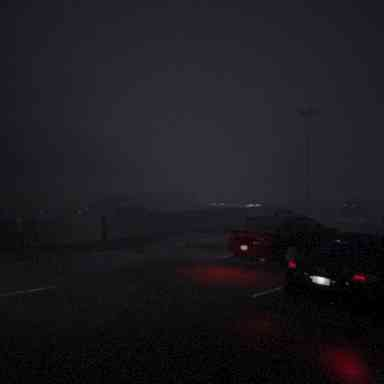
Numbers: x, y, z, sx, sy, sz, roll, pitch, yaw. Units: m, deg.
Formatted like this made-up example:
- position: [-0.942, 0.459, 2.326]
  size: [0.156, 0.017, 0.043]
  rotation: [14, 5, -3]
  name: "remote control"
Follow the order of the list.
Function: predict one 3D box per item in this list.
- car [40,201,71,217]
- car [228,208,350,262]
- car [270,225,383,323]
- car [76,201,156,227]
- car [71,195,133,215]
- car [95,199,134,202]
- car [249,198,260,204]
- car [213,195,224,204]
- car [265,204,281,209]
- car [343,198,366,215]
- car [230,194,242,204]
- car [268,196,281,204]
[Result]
- position: [-11.600, 1.588, 31.249]
  size: [2.128, 1.511, 4.902]
  rotation: [0, 0, 44]
  name: "car"
- position: [3.366, 1.499, 11.538]
  size: [5.008, 1.535, 1.882]
  rotation: [0, 0, -42]
  name: "car"
- position: [3.871, 1.574, 7.316]
  size: [4.181, 1.385, 1.994]
  rotation: [0, 0, -40]
  name: "car"
- position: [-4.874, 1.612, 23.073]
  size: [5.357, 1.411, 2.033]
  rotation: [0, 0, -44]
  name: "car"
- position: [-7.655, 1.308, 30.248]
  size: [2.150, 2.045, 5.566]
  rotation: [0, 0, 43]
  name: "car"
- position: [-5.366, 1.601, 27.654]
  size: [1.812, 1.442, 4.674]
  rotation: [0, 0, 43]
  name: "car"
- position: [12.146, 1.724, 64.717]
  size: [1.895, 1.301, 4.718]
  rotation: [0, 0, 7]
  name: "car"
- position: [5.521, 1.499, 68.761]
  size: [2.097, 1.767, 4.553]
  rotation: [0, 0, 7]
  name: "car"
- position: [4.504, 1.558, 17.519]
  size: [1.812, 1.442, 4.674]
  rotation: [0, 0, 44]
  name: "car"
- position: [17.235, 1.400, 35.218]
  size: [2.097, 1.767, 4.553]
  rotation: [0, 0, 28]
  name: "car"
- position: [8.899, 1.345, 67.357]
  size: [2.150, 2.045, 5.566]
  rotation: [0, 0, 7]
  name: "car"
- position: [14.629, 1.459, 58.741]
  size: [2.097, 1.767, 4.553]
  rotation: [0, 0, 13]
  name: "car"
